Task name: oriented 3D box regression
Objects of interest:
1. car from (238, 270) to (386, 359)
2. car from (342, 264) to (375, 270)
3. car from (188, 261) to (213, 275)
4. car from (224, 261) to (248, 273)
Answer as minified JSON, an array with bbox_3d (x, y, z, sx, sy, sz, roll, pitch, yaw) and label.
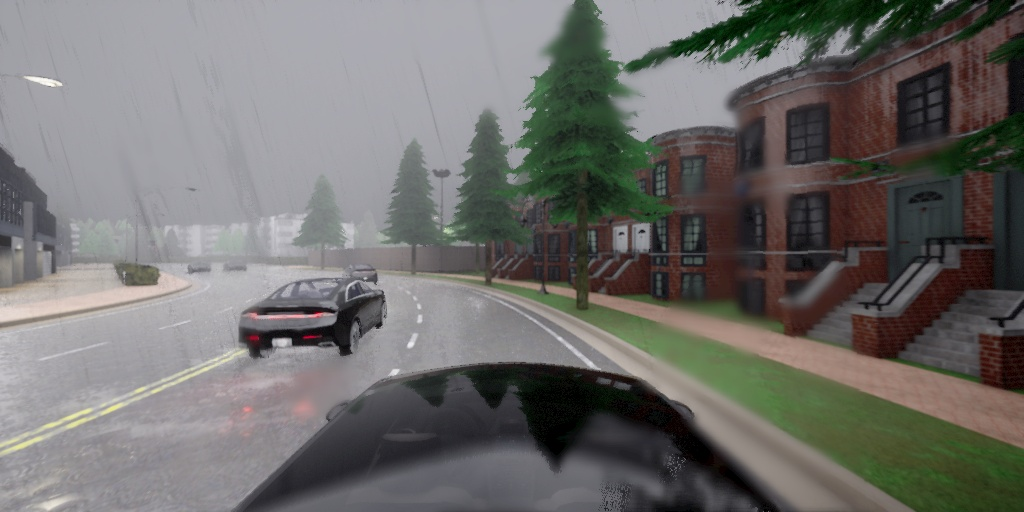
[{"bbox_3d":[-4.294,1.261,8.515,2.128,1.511,4.902,0,0,-9],"label":"car"},{"bbox_3d":[-11.025,1.301,25.874,2.128,1.511,4.902,0,0,-32],"label":"car"},{"bbox_3d":[-36.932,1.381,42.411,4.892,1.490,1.837,-1,-1,43],"label":"car"},{"bbox_3d":[-34.757,1.383,45.171,4.892,1.490,1.837,-1,0,43],"label":"car"}]
